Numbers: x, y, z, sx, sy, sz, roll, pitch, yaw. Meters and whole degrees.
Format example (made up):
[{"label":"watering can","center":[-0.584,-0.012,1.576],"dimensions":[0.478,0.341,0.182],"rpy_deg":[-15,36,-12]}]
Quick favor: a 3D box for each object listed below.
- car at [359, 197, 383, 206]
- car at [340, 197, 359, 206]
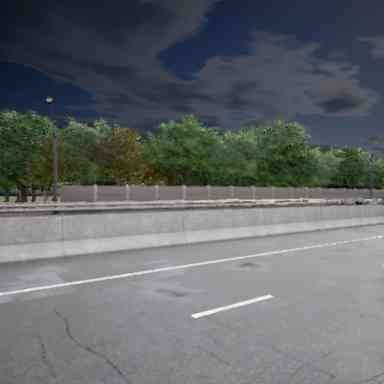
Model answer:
[{"label":"car","center":[27.504,1.751,49.280],"dimensions":[5.357,1.411,2.033],"rpy_deg":[0,0,-35]},{"label":"car","center":[25.159,1.554,51.908],"dimensions":[4.553,1.767,2.097],"rpy_deg":[0,0,-35]}]
